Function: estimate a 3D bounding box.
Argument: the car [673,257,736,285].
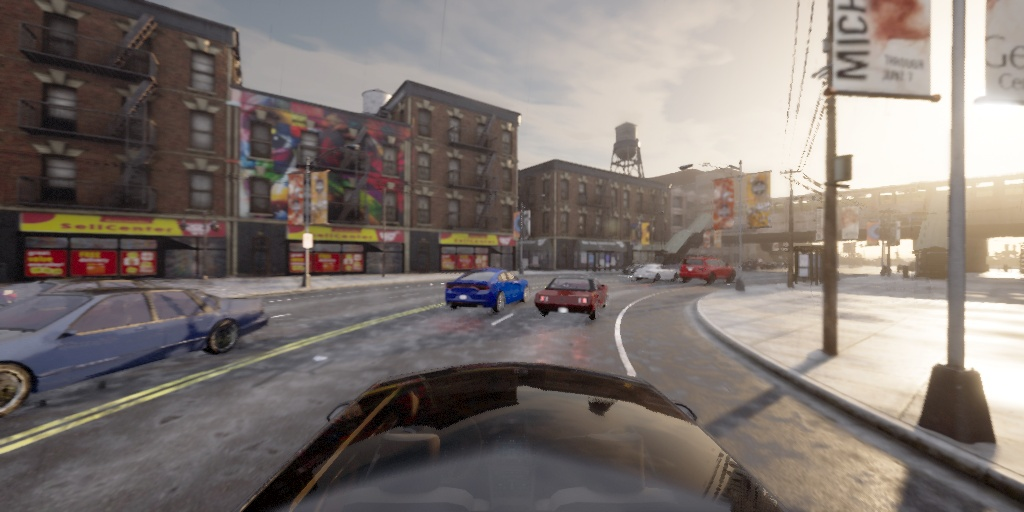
[{"bbox_3d":[15.639,1.135,28.634,5.566,2.045,2.150,1,0,-36],"label":"car"}]

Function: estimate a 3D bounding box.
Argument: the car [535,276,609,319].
[{"bbox_3d":[2.373,1.383,13.090,1.895,1.301,4.718,0,0,21],"label":"car"}]

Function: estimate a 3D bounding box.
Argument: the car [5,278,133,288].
[{"bbox_3d":[-9.955,1.216,8.053,2.033,1.411,5.357,0,0,9],"label":"car"}]

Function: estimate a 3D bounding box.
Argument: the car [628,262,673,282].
[{"bbox_3d":[12.193,1.411,30.349,4.674,1.442,1.812,1,0,-38],"label":"car"}]

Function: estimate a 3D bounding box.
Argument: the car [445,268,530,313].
[{"bbox_3d":[-0.776,1.233,14.303,1.882,1.535,5.008,0,0,20],"label":"car"}]

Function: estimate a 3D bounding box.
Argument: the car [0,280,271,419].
[{"bbox_3d":[-6.744,1.243,5.927,2.033,1.411,5.357,0,0,7],"label":"car"}]

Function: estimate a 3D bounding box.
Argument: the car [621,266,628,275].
[{"bbox_3d":[14.587,1.422,40.983,4.892,1.490,1.837,1,0,-35],"label":"car"}]

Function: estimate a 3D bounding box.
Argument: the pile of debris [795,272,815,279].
[{"bbox_3d":[33.119,2.255,41.054,1.860,0.140,1.500,0,0,-35],"label":"pile of debris"}]

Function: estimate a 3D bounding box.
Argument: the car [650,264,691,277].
[{"bbox_3d":[17.006,1.536,38.410,4.718,1.301,1.895,1,0,-35],"label":"car"}]
